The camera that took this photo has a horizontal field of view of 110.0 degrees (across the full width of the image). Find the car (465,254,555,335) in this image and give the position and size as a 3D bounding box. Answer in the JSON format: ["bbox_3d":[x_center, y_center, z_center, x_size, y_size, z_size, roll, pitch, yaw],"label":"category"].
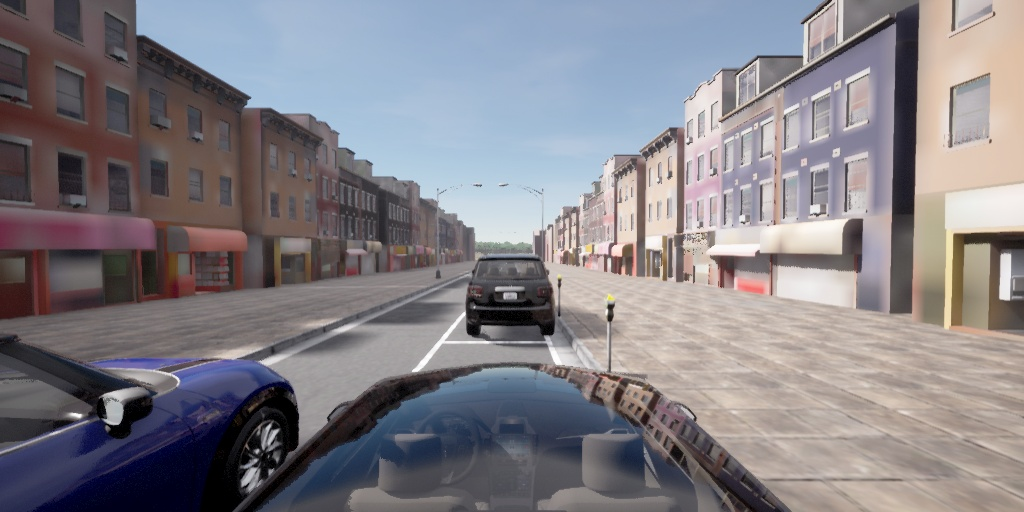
[{"bbox_3d":[-0.039,0.965,10.532,2.150,2.045,5.566,0,0,0],"label":"car"}]

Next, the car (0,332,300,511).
[{"bbox_3d":[-3.020,1.097,1.468,2.097,1.767,4.553,0,0,0],"label":"car"}]
